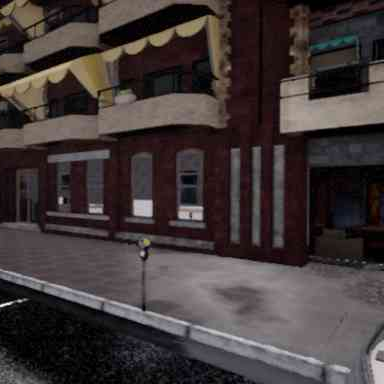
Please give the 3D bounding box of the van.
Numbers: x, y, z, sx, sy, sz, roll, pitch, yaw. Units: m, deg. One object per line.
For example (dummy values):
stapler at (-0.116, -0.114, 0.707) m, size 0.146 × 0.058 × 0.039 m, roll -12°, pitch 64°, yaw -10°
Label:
van at (2.578, 1.348, 1.035) m, size 3.998 × 1.788 × 1.690 m, roll 0°, pitch 0°, yaw 35°
